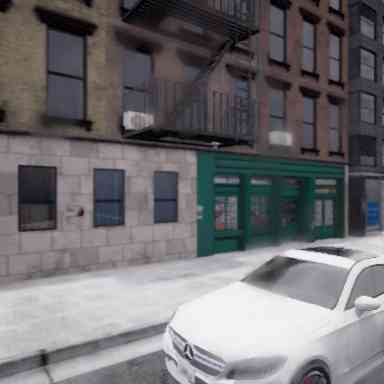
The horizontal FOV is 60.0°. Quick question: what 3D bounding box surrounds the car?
[{"bbox_3d":[1.838,1.562,4.688,4.674,1.442,1.812,1,-1,-35],"label":"car"}]
